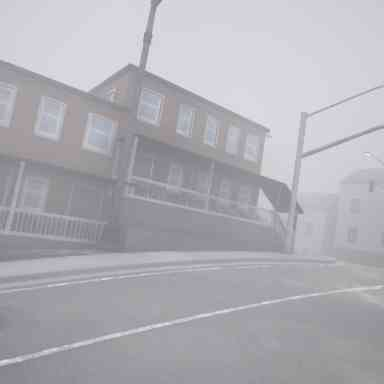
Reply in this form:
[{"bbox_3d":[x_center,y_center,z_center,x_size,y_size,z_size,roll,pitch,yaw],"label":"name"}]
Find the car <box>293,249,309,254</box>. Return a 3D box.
[{"bbox_3d":[8.850,5.855,30.376,2.128,1.511,4.902,13,-16,-34],"label":"car"}]
